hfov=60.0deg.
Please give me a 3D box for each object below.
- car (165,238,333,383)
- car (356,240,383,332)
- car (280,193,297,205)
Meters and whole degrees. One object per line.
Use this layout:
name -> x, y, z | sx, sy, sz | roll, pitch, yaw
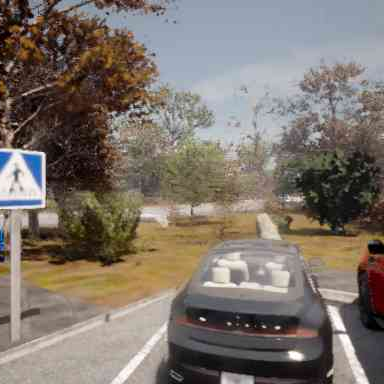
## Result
car -> 1.040, 1.491, 5.372 | 2.231, 1.521, 4.892 | 0, -1, 15
car -> 3.472, 1.240, 3.685 | 2.435, 2.045, 5.566 | 0, -1, 15
car -> 17.871, 1.222, 59.408 | 5.566, 2.045, 2.150 | -3, 1, -36
